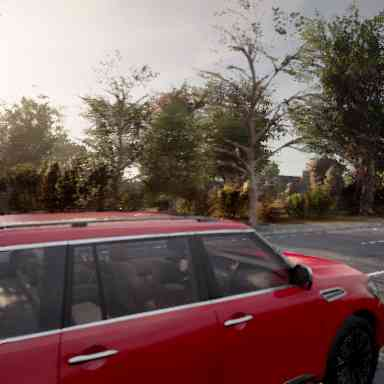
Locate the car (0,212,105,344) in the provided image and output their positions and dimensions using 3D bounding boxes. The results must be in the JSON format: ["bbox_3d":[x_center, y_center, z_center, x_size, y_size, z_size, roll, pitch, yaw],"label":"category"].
[{"bbox_3d":[-3.962,1.329,5.303,4.553,1.767,2.097,0,0,-35],"label":"car"}]

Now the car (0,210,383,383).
[{"bbox_3d":[-0.307,1.208,3.395,5.566,2.045,2.150,0,0,-34],"label":"car"}]
